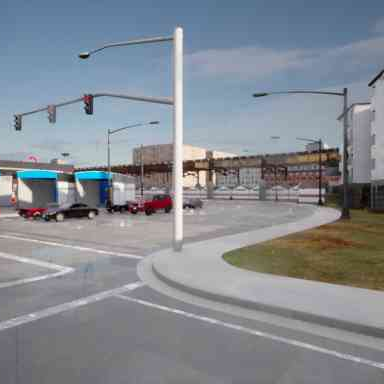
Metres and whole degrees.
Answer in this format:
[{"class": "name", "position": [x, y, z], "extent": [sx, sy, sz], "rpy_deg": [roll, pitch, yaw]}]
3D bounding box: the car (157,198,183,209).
[{"class": "car", "position": [-2.952, 1.547, 46.053], "extent": [2.033, 1.411, 5.357], "rpy_deg": [0, 0, 15]}]

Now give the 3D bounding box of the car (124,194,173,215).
[{"class": "car", "position": [-4.135, 1.221, 34.443], "extent": [2.150, 2.045, 5.566], "rpy_deg": [0, 0, 30]}]

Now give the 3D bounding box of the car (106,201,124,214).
[{"class": "car", "position": [-7.115, 1.601, 36.248], "extent": [1.895, 1.301, 4.718], "rpy_deg": [0, 0, 30]}]

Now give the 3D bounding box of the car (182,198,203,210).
[{"class": "car", "position": [0.122, 1.547, 44.123], "extent": [2.033, 1.411, 5.357], "rpy_deg": [0, 0, 16]}]

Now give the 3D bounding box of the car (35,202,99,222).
[{"class": "car", "position": [-9.603, 1.526, 26.509], "extent": [1.812, 1.442, 4.674], "rpy_deg": [0, 0, 36]}]

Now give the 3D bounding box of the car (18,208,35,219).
[{"class": "car", "position": [-12.305, 1.601, 28.693], "extent": [1.895, 1.301, 4.718], "rpy_deg": [0, 0, 37]}]
